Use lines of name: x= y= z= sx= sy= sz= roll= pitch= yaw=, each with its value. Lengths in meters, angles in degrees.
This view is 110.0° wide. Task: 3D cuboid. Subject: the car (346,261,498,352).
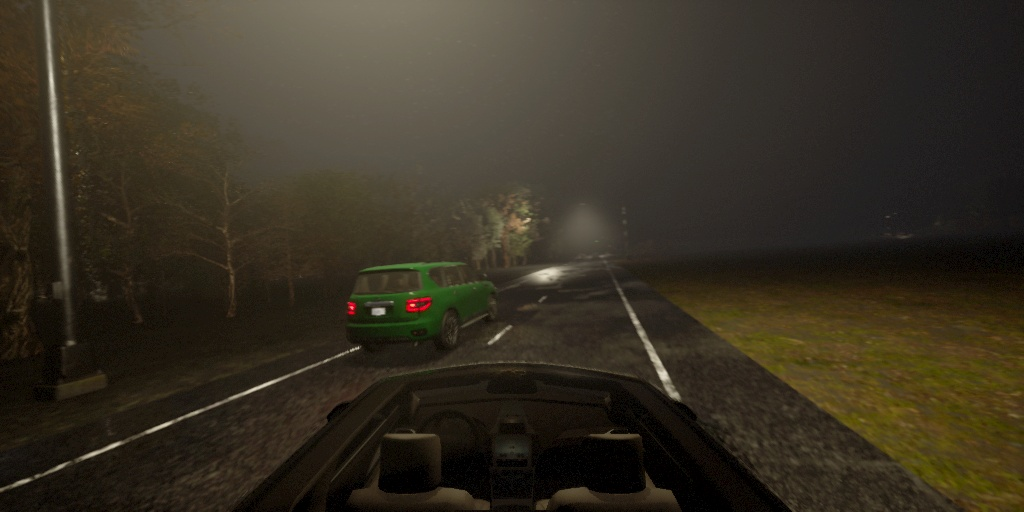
car: x=-2.069 y=1.184 z=9.889 sx=2.150 sy=2.045 sz=5.566 roll=-5 pitch=0 yaw=14
